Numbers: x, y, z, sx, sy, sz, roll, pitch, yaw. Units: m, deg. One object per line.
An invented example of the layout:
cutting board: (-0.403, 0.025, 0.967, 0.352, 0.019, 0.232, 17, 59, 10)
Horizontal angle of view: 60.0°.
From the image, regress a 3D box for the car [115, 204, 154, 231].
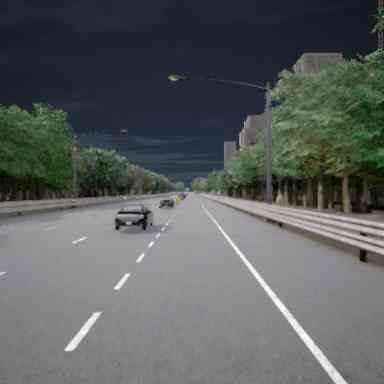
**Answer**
car: (-3.503, 1.500, 20.801, 2.128, 1.511, 4.902, 0, 0, 0)

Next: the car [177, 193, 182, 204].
car: (-3.512, 1.535, 65.942, 1.882, 1.535, 5.008, 0, 0, 0)

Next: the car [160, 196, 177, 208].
car: (-3.508, 1.539, 47.935, 1.837, 1.490, 4.892, 0, 0, 0)
